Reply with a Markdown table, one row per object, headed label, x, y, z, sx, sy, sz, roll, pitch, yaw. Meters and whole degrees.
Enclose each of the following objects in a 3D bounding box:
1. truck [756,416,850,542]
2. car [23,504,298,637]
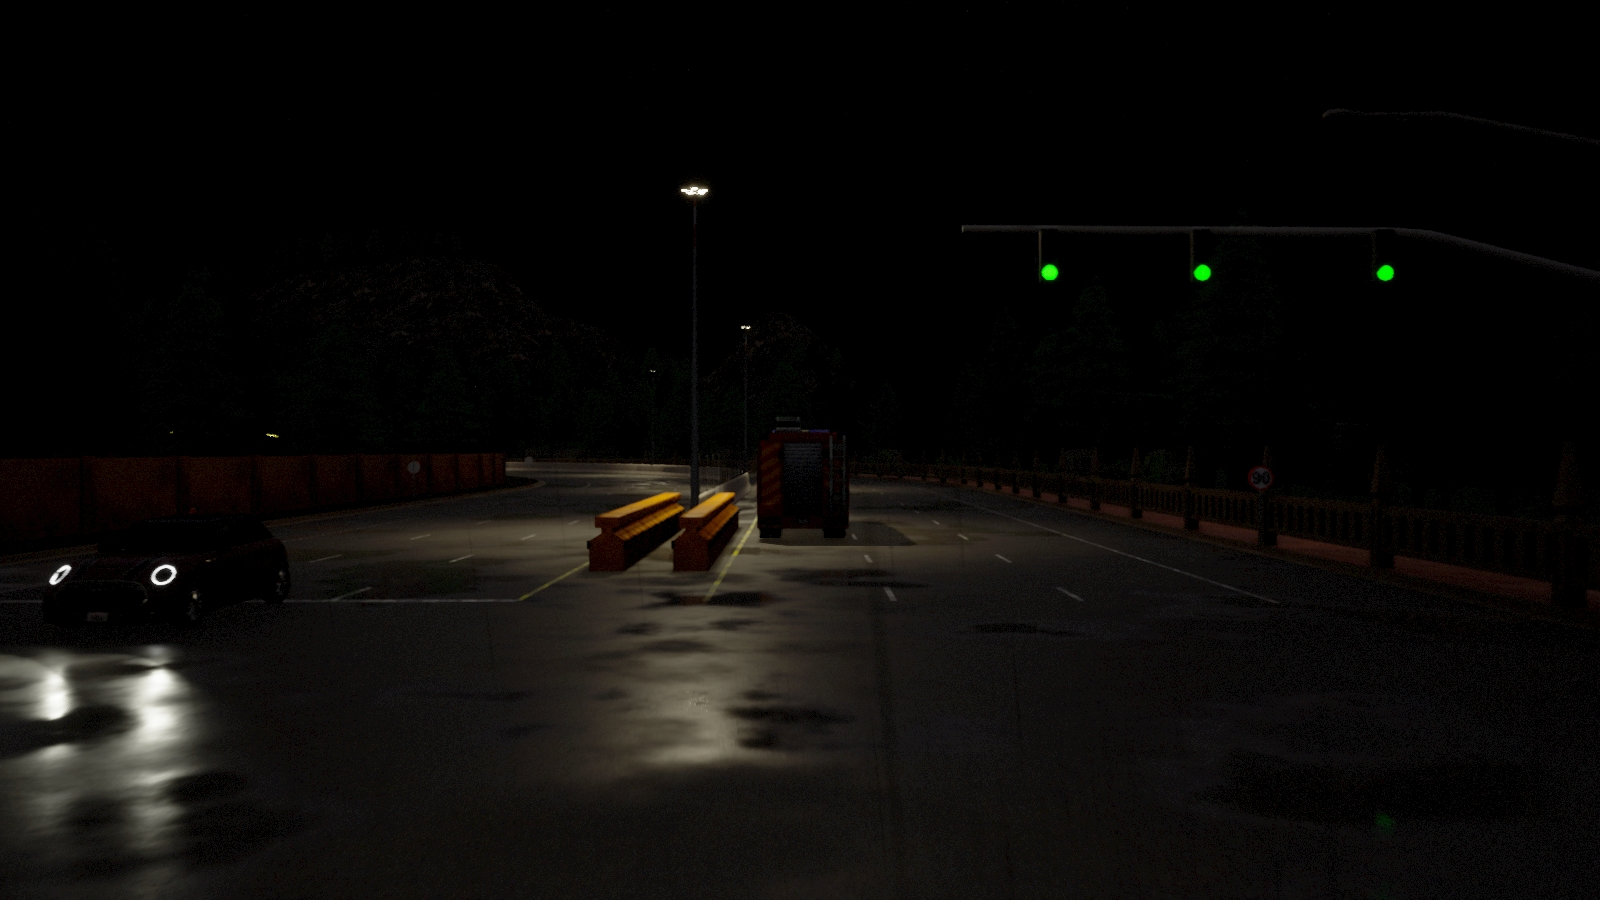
| label | x | y | z | sx | sy | sz | roll | pitch | yaw |
| --- | --- | --- | --- | --- | --- | --- | --- | --- | --- |
| truck | 0.056 | 0.889 | 39.116 | 2.891 | 3.827 | 8.468 | 0 | 0 | 0 |
| car | -10.520 | 1.905 | 19.273 | 2.097 | 1.767 | 4.553 | 0 | 0 | 0 |
